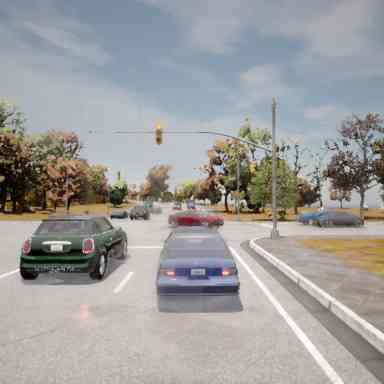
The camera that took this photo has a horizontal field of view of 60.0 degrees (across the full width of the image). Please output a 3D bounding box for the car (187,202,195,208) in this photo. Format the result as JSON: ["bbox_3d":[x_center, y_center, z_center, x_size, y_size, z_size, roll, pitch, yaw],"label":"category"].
[{"bbox_3d":[-0.276,3.318,88.016,1.994,1.385,4.181,0,0,-4],"label":"car"}]

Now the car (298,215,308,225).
[{"bbox_3d":[13.180,2.530,33.185,5.008,1.535,1.882,0,-3,-1],"label":"car"}]

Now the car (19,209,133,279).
[{"bbox_3d":[-3.437,1.488,10.572,2.097,1.767,4.553,0,-1,0],"label":"car"}]

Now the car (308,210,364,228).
[{"bbox_3d":[13.013,2.455,29.691,4.181,1.385,1.994,0,-3,-2],"label":"car"}]

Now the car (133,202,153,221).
[{"bbox_3d":[-7.170,2.826,45.863,2.150,2.045,5.566,0,-2,-1],"label":"car"}]

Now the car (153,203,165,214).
[{"bbox_3d":[-7.164,3.483,66.173,2.128,1.511,4.902,0,0,0],"label":"car"}]

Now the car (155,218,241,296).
[{"bbox_3d":[0.074,1.647,8.955,2.033,1.411,5.357,0,-1,-1],"label":"car"}]

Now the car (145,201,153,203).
[{"bbox_3d":[-10.668,3.156,80.949,2.150,2.045,5.566,0,0,0],"label":"car"}]

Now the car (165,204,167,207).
[{"bbox_3d":[-7.168,3.454,81.033,1.812,1.442,4.674,0,0,0],"label":"car"}]

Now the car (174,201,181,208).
[{"bbox_3d":[-3.774,3.261,87.923,1.837,1.490,4.892,0,0,-4],"label":"car"}]

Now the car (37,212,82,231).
[{"bbox_3d":[-10.655,2.338,27.119,1.994,1.385,4.181,0,-3,0],"label":"car"}]

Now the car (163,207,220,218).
[{"bbox_3d":[0.251,2.284,27.840,5.008,1.535,1.882,-2,-2,35],"label":"car"}]

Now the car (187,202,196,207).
[{"bbox_3d":[-0.160,3.478,77.833,1.812,1.442,4.674,0,0,0],"label":"car"}]

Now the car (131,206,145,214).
[{"bbox_3d":[-10.666,3.590,65.659,1.895,1.301,4.718,0,0,0],"label":"car"}]

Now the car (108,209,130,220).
[{"bbox_3d":[-10.696,3.258,49.043,2.033,1.411,5.357,0,-2,0],"label":"car"}]

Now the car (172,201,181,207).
[{"bbox_3d":[-3.660,3.550,77.891,1.895,1.301,4.718,0,0,0],"label":"car"}]
